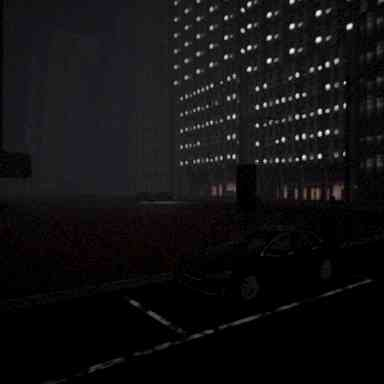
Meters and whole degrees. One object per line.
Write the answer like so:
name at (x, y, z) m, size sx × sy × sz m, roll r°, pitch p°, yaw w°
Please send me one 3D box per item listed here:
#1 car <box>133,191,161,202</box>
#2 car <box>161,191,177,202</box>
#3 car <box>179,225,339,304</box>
car at (-6.857, 0.622, 48.189) m, size 1.837 × 1.490 × 4.892 m, roll 0°, pitch 0°, yaw -34°
car at (-4.158, 0.633, 49.999) m, size 1.837 × 1.490 × 4.892 m, roll 0°, pitch 0°, yaw -34°
car at (1.755, 1.509, 7.955) m, size 4.403 × 1.369 × 2.008 m, roll 0°, pitch 1°, yaw -35°
